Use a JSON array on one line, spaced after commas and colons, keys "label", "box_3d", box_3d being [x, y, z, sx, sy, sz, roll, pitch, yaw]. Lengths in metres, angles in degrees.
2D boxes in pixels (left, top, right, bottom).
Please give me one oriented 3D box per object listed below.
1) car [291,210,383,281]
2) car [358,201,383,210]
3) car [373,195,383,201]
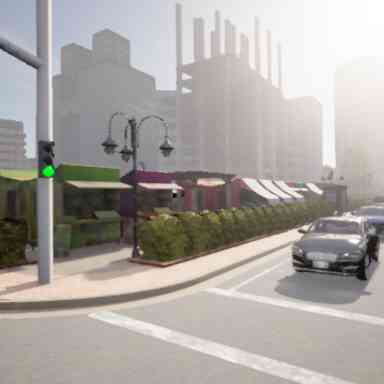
[{"label": "car", "box_3d": [4.521, 1.514, 10.190, 2.128, 1.511, 4.902, -1, 0, 34]}, {"label": "car", "box_3d": [9.927, 1.504, 18.180, 1.882, 1.535, 5.008, -1, 0, 34]}, {"label": "car", "box_3d": [15.576, 1.251, 26.539, 2.150, 2.045, 5.566, -1, 0, 34]}]
